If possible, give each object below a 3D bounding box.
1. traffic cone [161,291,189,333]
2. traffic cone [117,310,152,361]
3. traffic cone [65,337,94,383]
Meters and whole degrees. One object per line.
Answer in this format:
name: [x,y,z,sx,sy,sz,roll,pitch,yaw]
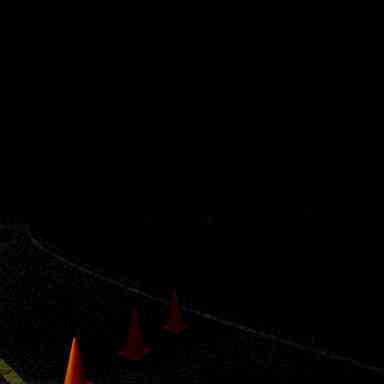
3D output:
traffic cone: [-0.277,1.931,5.460,0.340,0.580,0.340,1,1,31]
traffic cone: [-0.795,1.938,4.610,0.340,0.580,0.340,1,1,31]
traffic cone: [-1.313,1.945,3.759,0.340,0.580,0.340,1,1,31]
